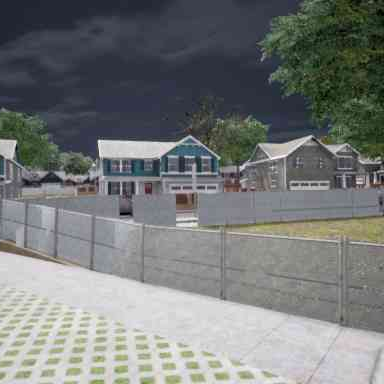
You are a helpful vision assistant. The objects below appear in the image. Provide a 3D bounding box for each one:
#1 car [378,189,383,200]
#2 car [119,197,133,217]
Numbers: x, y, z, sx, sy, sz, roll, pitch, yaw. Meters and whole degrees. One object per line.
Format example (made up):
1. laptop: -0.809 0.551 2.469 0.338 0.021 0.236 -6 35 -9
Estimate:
1. car: 16.325 0.467 29.134 4.674 1.442 1.812 -1 0 -15
2. car: -5.251 1.069 22.550 5.357 1.411 2.033 -2 0 -18
